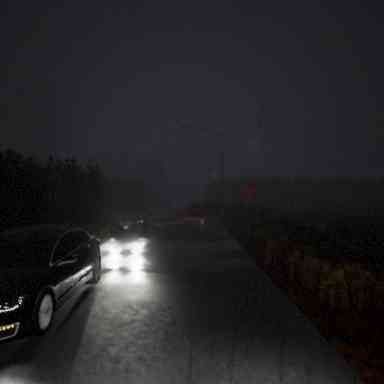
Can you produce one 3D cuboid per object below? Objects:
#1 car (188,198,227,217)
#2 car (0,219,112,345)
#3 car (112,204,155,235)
[{"bbox_3d":[1.486,1.282,30.009,1.882,1.535,5.008,-1,1,30],"label":"car"},{"bbox_3d":[-3.209,1.498,6.729,1.837,1.490,4.892,0,1,0],"label":"car"},{"bbox_3d":[-3.176,1.436,18.510,2.128,1.511,4.902,0,0,0],"label":"car"}]
